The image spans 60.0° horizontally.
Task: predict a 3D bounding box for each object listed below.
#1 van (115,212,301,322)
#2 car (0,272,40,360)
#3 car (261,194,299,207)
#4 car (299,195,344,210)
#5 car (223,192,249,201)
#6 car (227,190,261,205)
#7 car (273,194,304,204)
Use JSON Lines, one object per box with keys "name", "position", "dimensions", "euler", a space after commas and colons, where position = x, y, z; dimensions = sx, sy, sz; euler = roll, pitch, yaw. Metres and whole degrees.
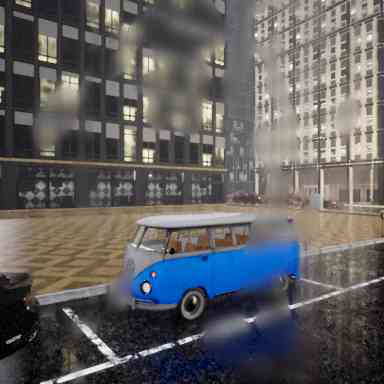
{"name": "van", "position": [0.508, 1.341, 6.928], "dimensions": [3.998, 1.788, 1.690], "euler": [0, 0, -36]}
{"name": "car", "position": [-4.087, 1.551, 3.642], "dimensions": [4.403, 1.369, 2.008], "euler": [0, 0, -36]}
{"name": "car", "position": [10.827, 1.107, 40.143], "dimensions": [1.802, 1.307, 4.206], "euler": [1, 0, -36]}
{"name": "car", "position": [14.083, 1.073, 35.615], "dimensions": [1.967, 1.590, 4.097], "euler": [1, 0, -36]}
{"name": "car", "position": [7.740, 0.713, 58.806], "dimensions": [1.752, 1.417, 4.829], "euler": [1, 0, -36]}
{"name": "car", "position": [7.582, 0.733, 44.669], "dimensions": [2.192, 1.841, 5.009], "euler": [1, 0, -36]}
{"name": "car", "position": [14.344, 0.988, 49.609], "dimensions": [1.802, 1.307, 4.206], "euler": [1, 0, -36]}
